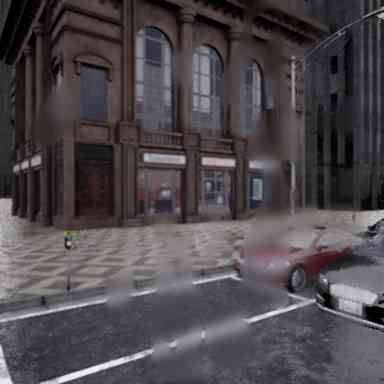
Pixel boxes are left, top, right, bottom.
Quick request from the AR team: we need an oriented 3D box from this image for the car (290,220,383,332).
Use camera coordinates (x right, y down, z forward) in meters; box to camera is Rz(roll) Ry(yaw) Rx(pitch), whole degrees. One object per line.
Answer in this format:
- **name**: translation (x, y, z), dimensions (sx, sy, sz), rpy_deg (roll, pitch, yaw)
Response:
- **car**: translation (4.413, 1.489, 6.501), dimensions (4.902, 1.511, 2.128), rpy_deg (0, 0, -35)

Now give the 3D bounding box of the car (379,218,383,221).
- **car**: translation (7.613, 1.561, 12.033), dimensions (4.313, 1.339, 1.947), rpy_deg (0, 0, -35)

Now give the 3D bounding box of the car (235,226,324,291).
- **car**: translation (3.030, 1.579, 8.783), dimensions (4.206, 1.307, 1.802), rpy_deg (0, 0, -35)
